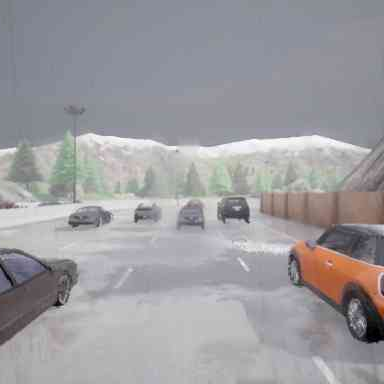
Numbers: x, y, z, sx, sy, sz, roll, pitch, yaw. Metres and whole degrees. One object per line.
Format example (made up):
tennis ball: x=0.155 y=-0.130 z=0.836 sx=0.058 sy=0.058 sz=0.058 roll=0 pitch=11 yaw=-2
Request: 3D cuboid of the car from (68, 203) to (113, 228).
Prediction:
car: x=-7.083 y=1.713 z=23.666 sx=2.033 sy=1.411 sz=5.357 roll=0 pitch=0 yaw=0

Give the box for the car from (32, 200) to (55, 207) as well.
car: x=-20.219 y=1.886 z=47.380 sx=1.994 sy=1.385 sz=4.181 roll=0 pitch=0 yaw=9

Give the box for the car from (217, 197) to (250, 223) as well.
car: x=3.388 y=1.441 z=27.834 sx=2.150 sy=2.045 sz=5.566 roll=0 pitch=0 yaw=0

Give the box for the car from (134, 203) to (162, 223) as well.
car: x=-3.610 y=1.696 z=27.753 sx=2.128 sy=1.511 sz=4.902 roll=0 pitch=0 yaw=0

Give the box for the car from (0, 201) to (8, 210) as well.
car: x=-27.139 y=1.914 z=48.429 sx=1.895 sy=1.301 sz=4.718 roll=0 pitch=0 yaw=9

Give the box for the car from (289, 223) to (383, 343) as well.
car: x=3.544 y=1.410 z=6.733 sx=2.097 sy=1.767 sz=4.553 roll=0 pitch=0 yaw=0

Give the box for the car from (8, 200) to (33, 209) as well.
car: x=-23.680 y=1.845 z=47.892 sx=1.812 sy=1.442 sz=4.674 roll=0 pitch=-1 yaw=9

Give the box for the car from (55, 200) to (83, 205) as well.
car: x=-16.772 y=1.849 z=46.760 sx=1.812 sy=1.442 sz=4.674 roll=0 pitch=-1 yaw=9

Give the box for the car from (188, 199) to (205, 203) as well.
car: x=0.514 y=1.675 z=42.185 sx=2.097 sy=1.767 sz=4.553 roll=0 pitch=0 yaw=7

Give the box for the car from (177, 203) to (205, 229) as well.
car: x=-0.079 y=1.722 z=23.116 sx=2.033 sy=1.411 sz=5.357 roll=0 pitch=-1 yaw=0

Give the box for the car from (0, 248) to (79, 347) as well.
car: x=-3.447 y=1.580 z=5.055 sx=2.033 sy=1.411 sz=5.357 roll=0 pitch=0 yaw=0
